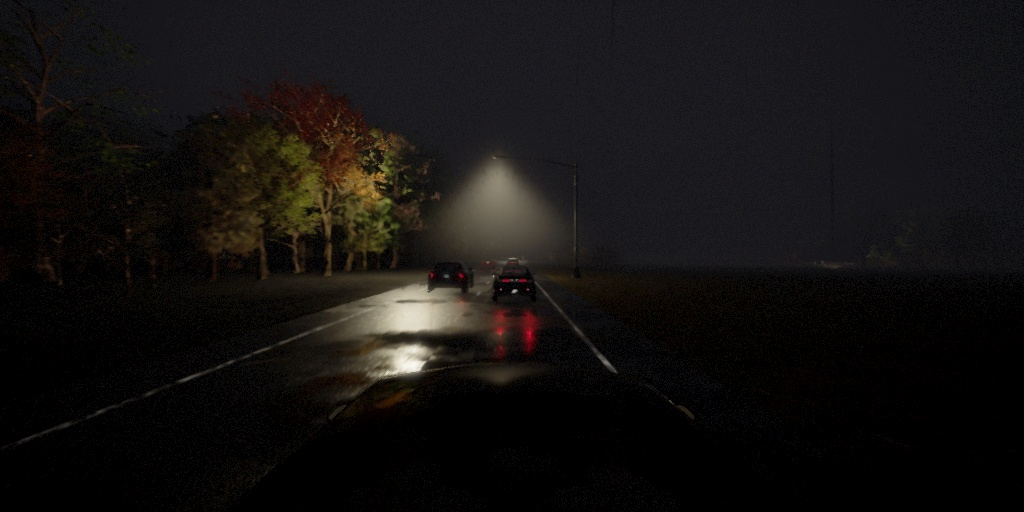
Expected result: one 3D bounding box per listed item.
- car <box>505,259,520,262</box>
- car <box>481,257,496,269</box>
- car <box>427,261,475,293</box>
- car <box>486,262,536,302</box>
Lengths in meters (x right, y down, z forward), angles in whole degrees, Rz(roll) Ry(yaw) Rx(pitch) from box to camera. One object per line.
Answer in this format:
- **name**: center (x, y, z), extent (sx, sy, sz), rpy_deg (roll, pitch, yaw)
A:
- **car**: center (0.113, 1.125, 51.787), extent (2.128, 1.511, 4.902), rpy_deg (0, 0, 0)
- **car**: center (-3.388, 0.985, 52.497), extent (2.097, 1.767, 4.553), rpy_deg (0, 0, 0)
- **car**: center (-3.395, 1.062, 20.711), extent (2.097, 1.767, 4.553), rpy_deg (0, 0, 0)
- **car**: center (0.103, 1.211, 16.849), extent (2.128, 1.511, 4.902), rpy_deg (0, 0, 0)
